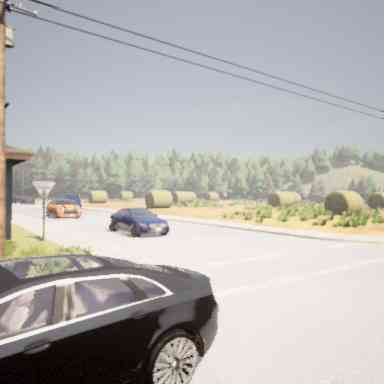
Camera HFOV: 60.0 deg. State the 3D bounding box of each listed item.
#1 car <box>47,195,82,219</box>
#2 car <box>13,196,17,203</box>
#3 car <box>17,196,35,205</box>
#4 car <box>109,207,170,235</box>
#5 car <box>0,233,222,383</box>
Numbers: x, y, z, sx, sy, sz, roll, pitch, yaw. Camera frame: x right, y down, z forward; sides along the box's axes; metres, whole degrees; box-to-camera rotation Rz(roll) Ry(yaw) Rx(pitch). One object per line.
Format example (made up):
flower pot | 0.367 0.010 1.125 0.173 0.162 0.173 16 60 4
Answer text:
car | -11.463 1.407 29.791 2.097 1.767 4.553 1 0 -36
car | -36.445 1.586 69.862 1.837 1.490 4.892 1 0 -36
car | -30.372 1.579 61.594 2.128 1.511 4.902 1 0 -36
car | -3.018 1.583 18.285 1.812 1.442 4.674 1 0 -36
car | -1.811 1.495 3.392 4.902 1.511 2.128 1 0 -42
